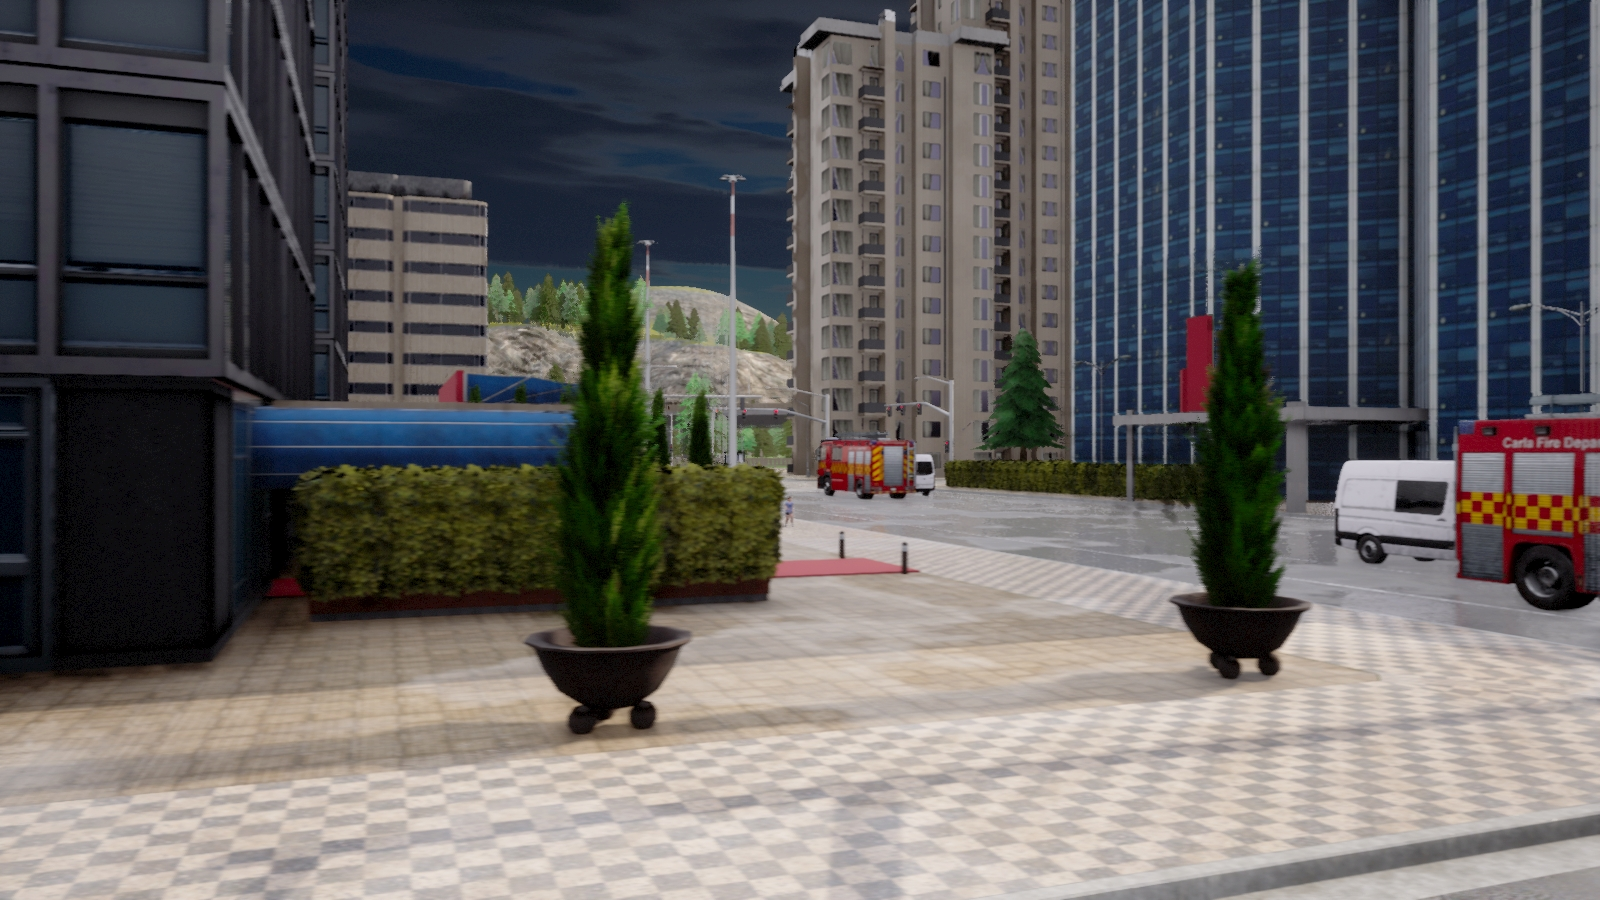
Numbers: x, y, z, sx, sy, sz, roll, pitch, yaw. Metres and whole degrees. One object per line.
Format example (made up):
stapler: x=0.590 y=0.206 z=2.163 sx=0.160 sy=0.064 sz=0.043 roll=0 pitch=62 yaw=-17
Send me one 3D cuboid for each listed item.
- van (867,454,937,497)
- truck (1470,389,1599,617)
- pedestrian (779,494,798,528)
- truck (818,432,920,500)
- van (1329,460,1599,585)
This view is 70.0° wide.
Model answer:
van: x=6.292 y=1.539 z=71.392 sx=1.988 sy=2.561 sz=5.915 roll=0 pitch=0 yaw=-21
truck: x=15.451 y=0.894 z=18.049 sx=2.891 sy=3.827 sz=8.468 roll=0 pitch=0 yaw=-21
pedestrian: x=-0.385 y=2.078 z=38.947 sx=0.500 sy=1.100 sz=0.500 roll=0 pitch=0 yaw=-22
truck: x=3.964 y=0.896 z=68.344 sx=2.891 sy=3.827 sz=8.468 roll=0 pitch=0 yaw=-21
van: x=15.568 y=1.538 z=26.955 sx=1.988 sy=2.561 sz=5.915 roll=0 pitch=0 yaw=-20
